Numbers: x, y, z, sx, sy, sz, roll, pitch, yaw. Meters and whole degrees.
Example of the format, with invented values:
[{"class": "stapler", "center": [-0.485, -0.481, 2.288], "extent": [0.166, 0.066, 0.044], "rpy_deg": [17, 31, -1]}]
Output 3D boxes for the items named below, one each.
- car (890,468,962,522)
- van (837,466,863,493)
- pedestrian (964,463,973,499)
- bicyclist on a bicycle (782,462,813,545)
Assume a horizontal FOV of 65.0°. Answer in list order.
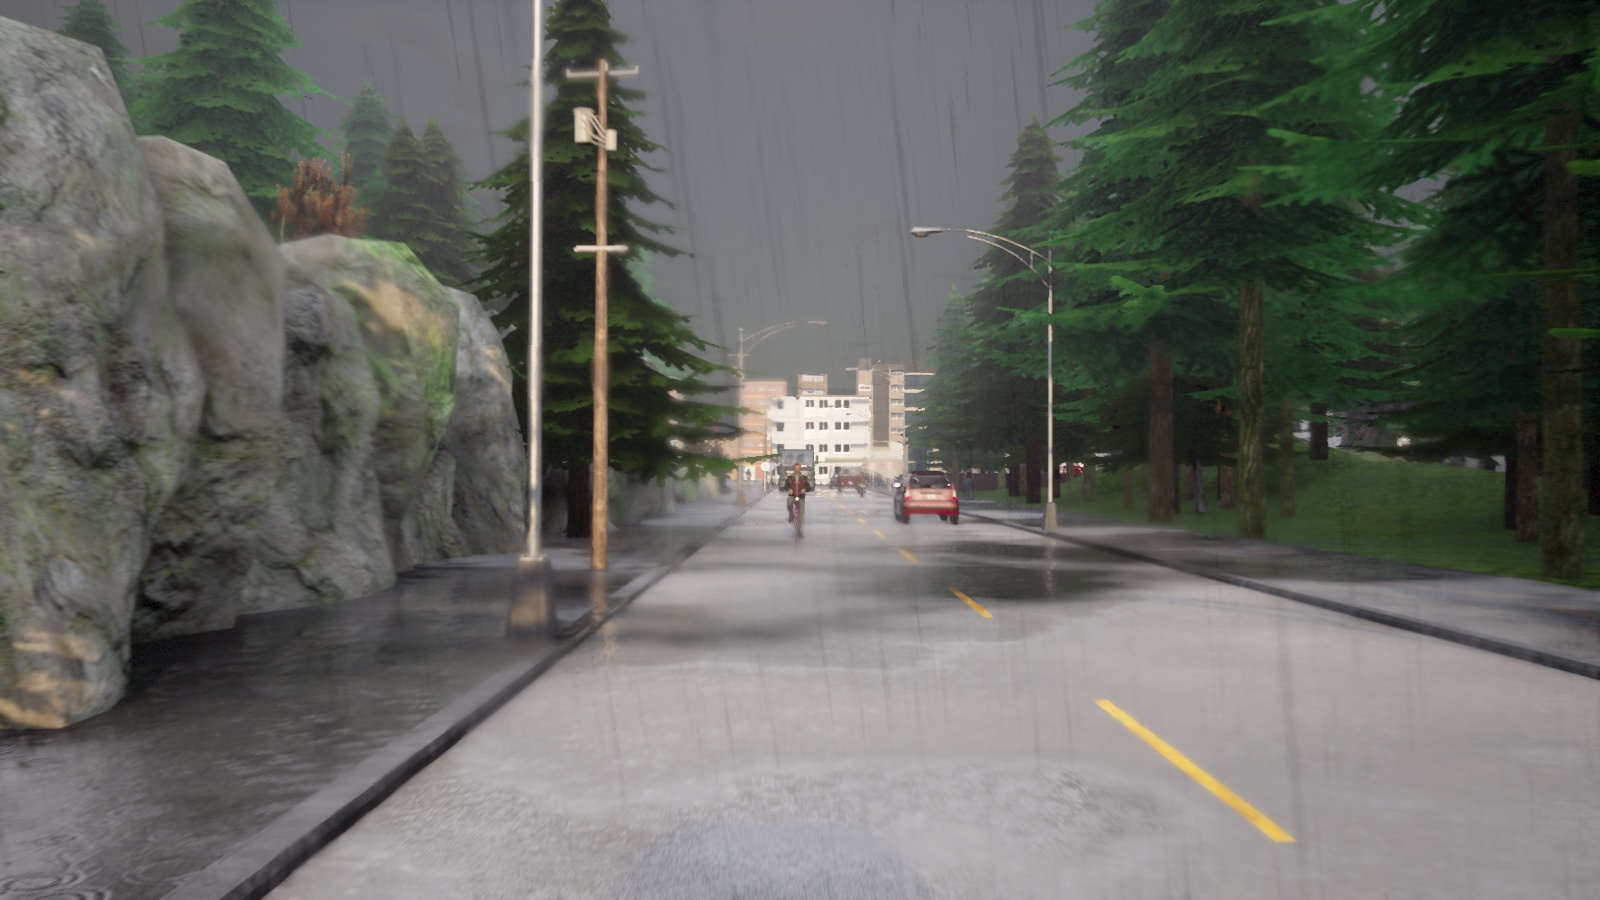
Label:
[{"class": "car", "center": [3.925, 1.385, 39.744], "extent": [1.851, 1.617, 3.988], "rpy_deg": [0, -1, 0]}, {"class": "van", "center": [3.805, 2.206, 95.586], "extent": [1.775, 1.987, 4.442], "rpy_deg": [0, -1, 0]}, {"class": "pedestrian", "center": [8.841, 1.629, 65.929], "extent": [0.345, 1.836, 0.594], "rpy_deg": [0, -1, -8]}, {"class": "bicyclist on a bicycle", "center": [-0.053, 1.169, 27.966], "extent": [0.659, 1.776, 1.843], "rpy_deg": [0, -1, 0]}]
